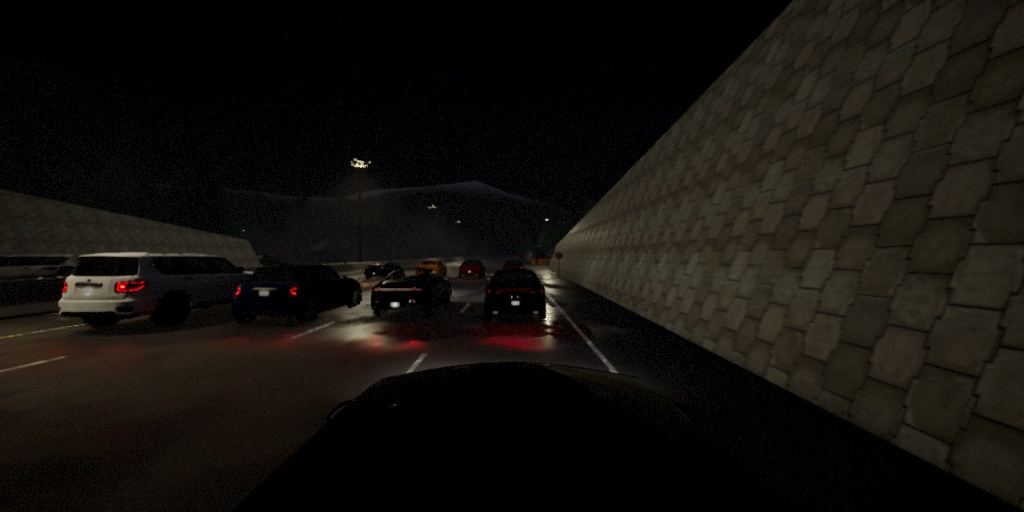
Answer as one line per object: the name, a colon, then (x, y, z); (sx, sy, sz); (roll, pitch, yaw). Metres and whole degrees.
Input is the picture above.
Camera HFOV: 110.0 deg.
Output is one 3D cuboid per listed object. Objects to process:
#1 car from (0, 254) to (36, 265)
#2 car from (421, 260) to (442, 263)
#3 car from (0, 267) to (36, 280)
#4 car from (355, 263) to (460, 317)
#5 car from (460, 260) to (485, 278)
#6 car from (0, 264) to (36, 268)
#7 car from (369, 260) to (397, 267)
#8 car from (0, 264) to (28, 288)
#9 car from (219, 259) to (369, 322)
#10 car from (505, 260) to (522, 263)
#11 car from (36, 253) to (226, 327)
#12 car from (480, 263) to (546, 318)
car: (-28.047, 0.882, 20.030); (2.150, 2.045, 5.566); (0, 0, 0)
car: (-6.889, 1.075, 31.056); (1.882, 1.535, 5.008); (0, 0, 0)
car: (-21.065, 1.271, 17.563); (1.895, 1.301, 4.718); (0, 0, 0)
car: (-3.396, 1.184, 12.828); (2.128, 1.511, 4.902); (0, 0, 0)
car: (-3.388, 1.075, 31.060); (1.882, 1.535, 5.008); (0, 0, 0)
car: (-24.554, 1.263, 19.309); (1.895, 1.301, 4.718); (0, 0, 0)
car: (-10.391, 1.098, 29.418); (2.128, 1.511, 4.902); (0, 0, 0)
car: (-31.548, 1.207, 19.937); (2.033, 1.411, 5.357); (0, 0, 0)
car: (-6.896, 1.049, 12.102); (2.097, 1.767, 4.553); (0, 0, 0)
car: (0.109, 1.074, 31.072); (1.882, 1.535, 5.008); (0, 0, 0)
car: (-10.396, 0.922, 11.480); (2.150, 2.045, 5.566); (0, 0, 0)
car: (0.104, 1.170, 12.675); (1.882, 1.535, 5.008); (0, 0, 0)
